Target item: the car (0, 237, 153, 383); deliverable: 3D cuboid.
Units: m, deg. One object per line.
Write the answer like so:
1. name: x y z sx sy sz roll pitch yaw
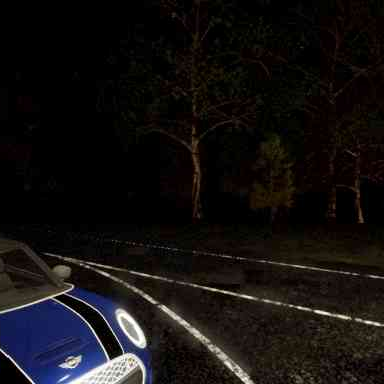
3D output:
1. car: -2.592 1.338 3.733 4.553 1.767 2.097 1 0 35
